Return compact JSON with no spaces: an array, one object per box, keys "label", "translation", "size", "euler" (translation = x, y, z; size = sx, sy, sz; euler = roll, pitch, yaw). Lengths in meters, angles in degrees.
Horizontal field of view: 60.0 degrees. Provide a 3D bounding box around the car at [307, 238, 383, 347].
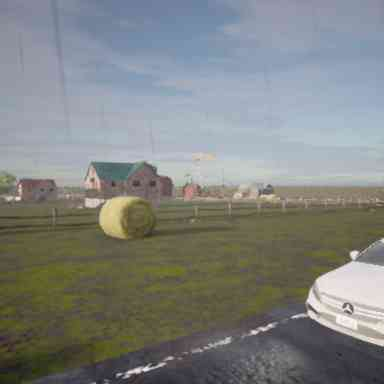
[{"label":"car","translation":[4.043,1.522,5.879],"size":[4.674,1.442,1.812],"euler":[0,0,-34]}]
